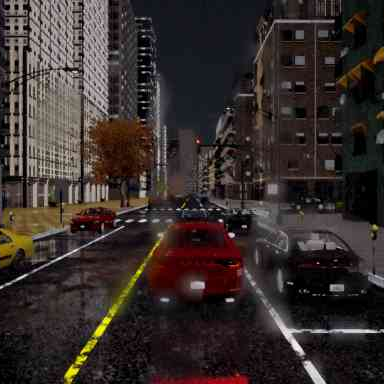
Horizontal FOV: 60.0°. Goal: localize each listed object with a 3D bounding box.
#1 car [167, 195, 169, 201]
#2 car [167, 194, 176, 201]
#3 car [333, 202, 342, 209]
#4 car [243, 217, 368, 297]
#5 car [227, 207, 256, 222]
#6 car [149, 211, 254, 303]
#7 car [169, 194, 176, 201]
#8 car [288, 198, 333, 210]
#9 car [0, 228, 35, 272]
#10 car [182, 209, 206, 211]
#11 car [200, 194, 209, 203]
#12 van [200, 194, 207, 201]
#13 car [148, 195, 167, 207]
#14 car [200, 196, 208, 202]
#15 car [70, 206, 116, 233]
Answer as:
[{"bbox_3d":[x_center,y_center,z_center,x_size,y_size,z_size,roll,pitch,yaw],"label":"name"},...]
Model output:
[{"bbox_3d":[-5.593,1.607,57.363,1.947,1.339,4.313,0,0,0],"label":"car"},{"bbox_3d":[-5.537,1.410,90.500,2.192,1.841,5.009,0,0,0],"label":"car"},{"bbox_3d":[18.889,1.259,38.870,4.829,1.417,1.752,-1,1,0],"label":"car"},{"bbox_3d":[2.703,1.552,8.372,2.008,1.369,4.403,0,0,0],"label":"car"},{"bbox_3d":[2.722,1.555,19.438,2.008,1.369,4.403,0,0,0],"label":"car"},{"bbox_3d":[0.105,1.478,8.278,1.882,1.535,5.008,0,0,0],"label":"car"},{"bbox_3d":[-5.546,1.650,84.978,1.947,1.339,4.313,0,0,0],"label":"car"},{"bbox_3d":[13.492,1.359,38.825,4.403,1.369,2.008,-1,1,0],"label":"car"},{"bbox_3d":[-5.677,1.526,8.217,1.752,1.417,4.829,0,0,0],"label":"car"},{"bbox_3d":[0.118,1.605,18.369,1.895,1.301,4.718,0,0,0],"label":"car"},{"bbox_3d":[2.816,1.630,73.917,1.947,1.339,4.313,0,0,0],"label":"car"},{"bbox_3d":[2.835,1.425,84.964,1.690,1.788,3.998,0,0,0],"label":"van"},{"bbox_3d":[-5.603,1.349,51.841,2.192,1.841,5.009,0,0,0],"label":"car"},{"bbox_3d":[2.826,1.599,79.610,1.752,1.417,4.829,0,0,0],"label":"car"},{"bbox_3d":[-5.658,1.549,19.452,1.887,1.381,4.507,0,0,0],"label":"car"}]
